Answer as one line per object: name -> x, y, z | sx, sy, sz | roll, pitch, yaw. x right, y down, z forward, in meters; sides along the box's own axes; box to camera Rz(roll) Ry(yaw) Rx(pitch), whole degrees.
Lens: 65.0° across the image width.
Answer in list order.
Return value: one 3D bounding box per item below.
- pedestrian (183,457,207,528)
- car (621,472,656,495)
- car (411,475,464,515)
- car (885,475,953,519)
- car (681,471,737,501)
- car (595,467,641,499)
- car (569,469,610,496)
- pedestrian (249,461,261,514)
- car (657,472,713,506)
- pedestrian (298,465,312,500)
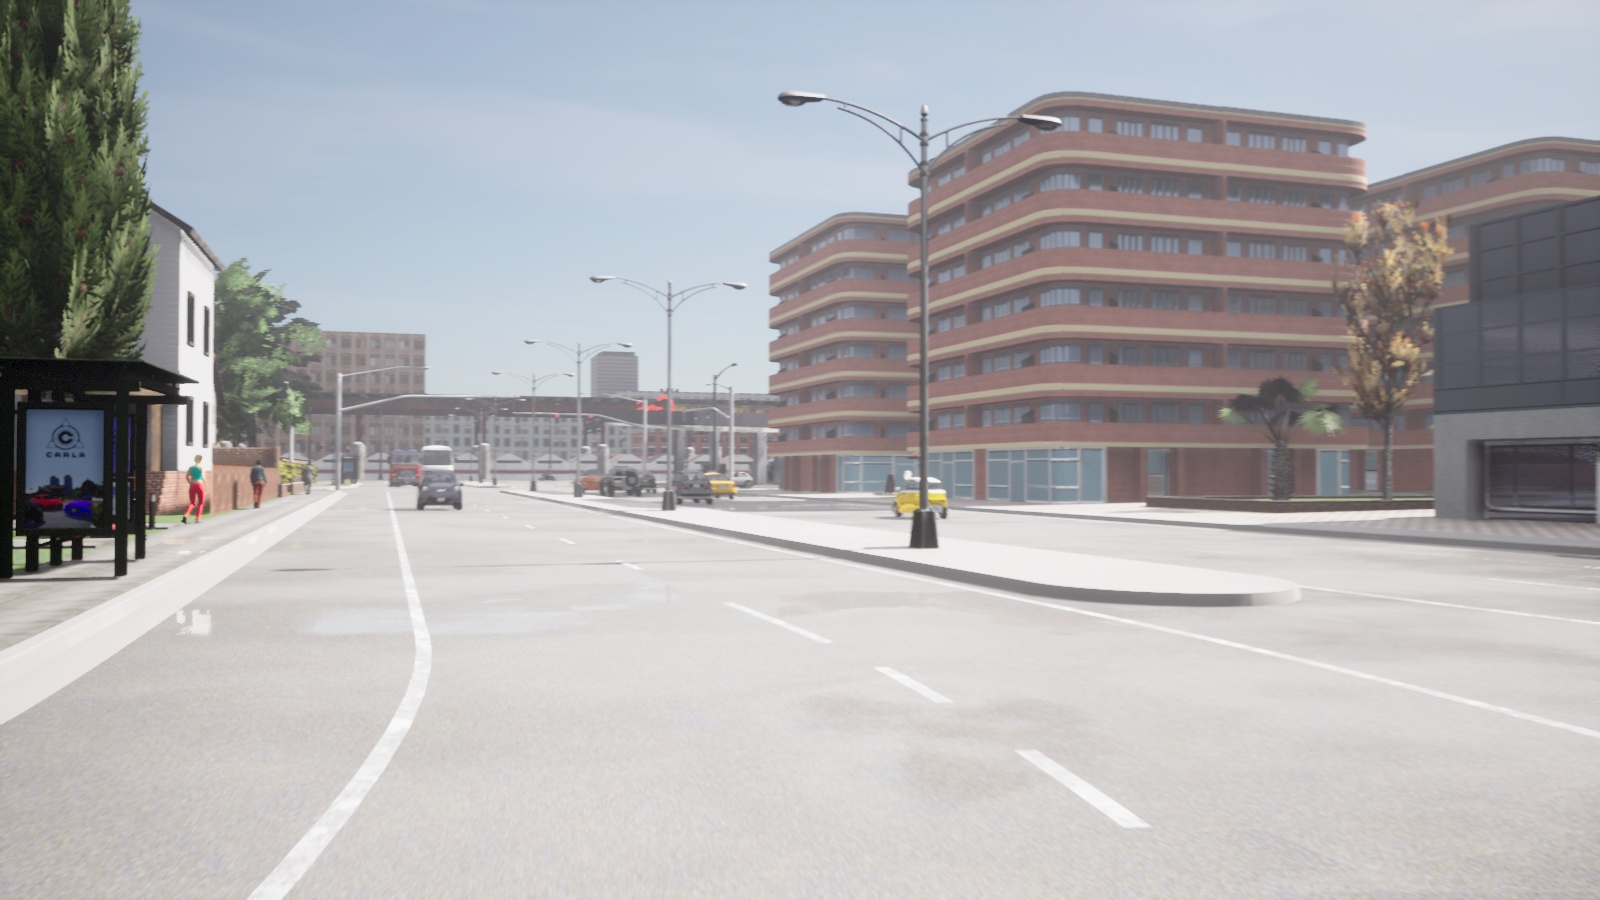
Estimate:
pedestrian -> -15.795, 1.108, 32.778 | 0.345, 1.836, 0.594 | 0, -1, -1
car -> -11.199, 2.313, 86.932 | 1.789, 1.549, 3.705 | 0, -1, -17
car -> -14.234, 1.732, 49.162 | 1.845, 1.501, 3.633 | 0, -1, -19
car -> 3.958, 1.552, 42.048 | 1.481, 1.376, 2.207 | 0, -1, -18
car -> -5.039, 1.937, 68.917 | 1.801, 1.575, 5.366 | 0, -1, -19
car -> -11.010, 1.962, 75.712 | 1.932, 1.855, 4.605 | 0, -1, -19
car -> -14.421, 2.193, 85.876 | 2.097, 1.767, 4.553 | 0, -1, -18
pedestrian -> -19.394, 1.328, 44.718 | 0.353, 1.847, 0.614 | 0, -1, -19
car -> -5.452, 1.815, 59.143 | 1.789, 1.549, 3.705 | 0, -1, -19
pedestrian -> -27.950, 1.815, 70.950 | 0.659, 1.952, 0.873 | 0, -1, -17
